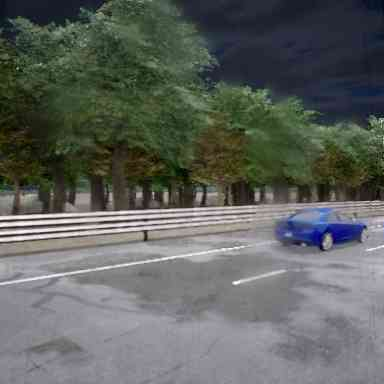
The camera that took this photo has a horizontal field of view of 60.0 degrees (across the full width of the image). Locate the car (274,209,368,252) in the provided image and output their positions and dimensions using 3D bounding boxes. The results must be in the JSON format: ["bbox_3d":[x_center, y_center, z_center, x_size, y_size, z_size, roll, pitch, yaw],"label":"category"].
[{"bbox_3d":[5.498,1.448,13.851,5.008,1.535,1.882,0,0,-39],"label":"car"}]
